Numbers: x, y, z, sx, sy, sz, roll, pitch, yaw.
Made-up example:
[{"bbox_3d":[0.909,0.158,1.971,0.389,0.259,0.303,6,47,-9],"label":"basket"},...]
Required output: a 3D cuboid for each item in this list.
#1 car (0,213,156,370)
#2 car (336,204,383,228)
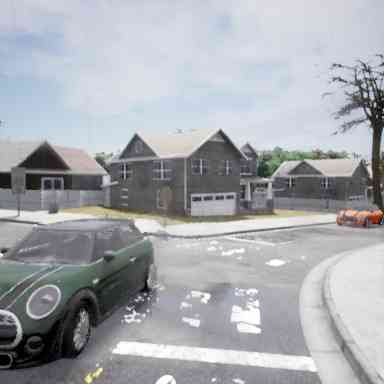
[{"bbox_3d":[-2.237,1.351,6.132,2.097,1.767,4.553,1,0,12],"label":"car"},{"bbox_3d":[12.858,1.691,25.381,4.553,1.767,2.097,2,0,-43],"label":"car"}]
